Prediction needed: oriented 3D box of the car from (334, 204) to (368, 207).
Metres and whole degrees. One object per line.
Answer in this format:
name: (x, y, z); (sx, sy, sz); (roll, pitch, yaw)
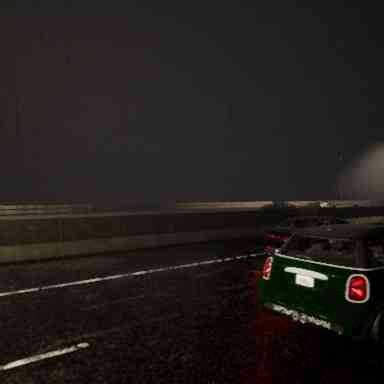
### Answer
car: (17.269, 1.900, 34.865); (4.718, 1.301, 1.895); (1, 0, -37)

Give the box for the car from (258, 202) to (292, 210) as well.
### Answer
car: (9.889, 1.820, 38.038); (5.357, 1.411, 2.033); (1, 0, -37)

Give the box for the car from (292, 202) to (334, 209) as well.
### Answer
car: (13.804, 1.836, 36.623); (5.357, 1.411, 2.033); (1, 0, -37)

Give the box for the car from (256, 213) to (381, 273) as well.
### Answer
car: (4.611, 1.598, 11.731); (4.892, 1.490, 1.837); (1, 0, -37)

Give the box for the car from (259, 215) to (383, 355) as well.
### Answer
car: (3.430, 1.408, 6.424); (4.553, 1.767, 2.097); (1, 0, -37)
